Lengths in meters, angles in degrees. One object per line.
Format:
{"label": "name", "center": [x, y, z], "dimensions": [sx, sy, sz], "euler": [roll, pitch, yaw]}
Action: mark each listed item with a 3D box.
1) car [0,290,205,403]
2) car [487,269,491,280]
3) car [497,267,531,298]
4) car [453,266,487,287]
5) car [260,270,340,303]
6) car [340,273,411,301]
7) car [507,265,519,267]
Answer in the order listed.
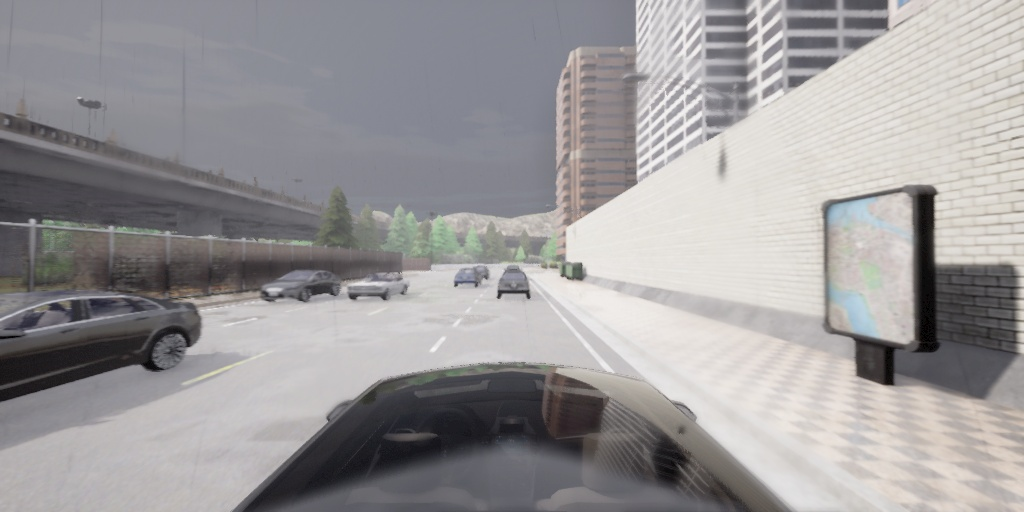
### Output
{"label": "car", "center": [-7.064, 1.286, 5.069], "dimensions": [2.128, 1.511, 4.902], "euler": [0, -1, 0]}
{"label": "car", "center": [-3.408, 1.805, 39.282], "dimensions": [2.033, 1.411, 5.357], "euler": [0, -1, 0]}
{"label": "car", "center": [0.109, 1.553, 20.592], "dimensions": [2.033, 1.411, 5.357], "euler": [0, -1, 1]}
{"label": "car", "center": [-3.402, 1.657, 28.366], "dimensions": [2.033, 1.411, 5.357], "euler": [0, -1, 0]}
{"label": "car", "center": [-10.546, 1.465, 18.351], "dimensions": [2.128, 1.511, 4.902], "euler": [0, -1, 1]}
{"label": "car", "center": [-7.037, 1.587, 19.298], "dimensions": [1.895, 1.301, 4.718], "euler": [0, -1, 1]}
{"label": "car", "center": [0.113, 1.765, 39.441], "dimensions": [1.837, 1.490, 4.892], "euler": [0, -1, 0]}
